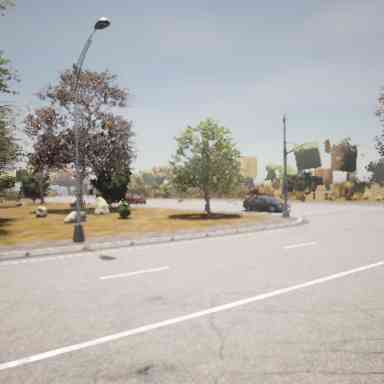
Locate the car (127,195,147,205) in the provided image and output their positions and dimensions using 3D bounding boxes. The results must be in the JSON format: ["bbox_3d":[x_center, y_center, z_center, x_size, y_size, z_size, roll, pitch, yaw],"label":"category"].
[{"bbox_3d":[-8.660,1.133,50.110,1.882,1.535,5.008,-2,1,-39],"label":"car"}]

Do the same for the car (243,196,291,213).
[{"bbox_3d":[6.832,1.147,30.574,1.837,1.490,4.892,-2,3,-36],"label":"car"}]
